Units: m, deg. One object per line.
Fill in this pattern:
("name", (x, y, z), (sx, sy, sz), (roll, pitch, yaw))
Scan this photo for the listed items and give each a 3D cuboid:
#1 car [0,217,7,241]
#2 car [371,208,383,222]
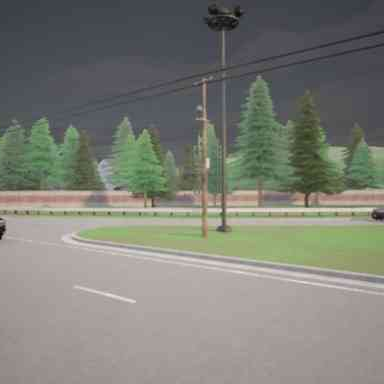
("car", (-10.811, 1.567, 16.000), (4.902, 1.511, 2.128), (0, 0, 36))
("car", (15.971, 1.484, 24.763), (5.008, 1.535, 1.882), (0, 0, -6))
